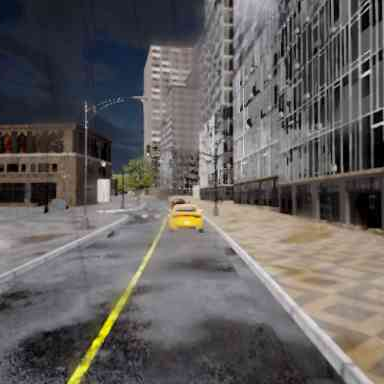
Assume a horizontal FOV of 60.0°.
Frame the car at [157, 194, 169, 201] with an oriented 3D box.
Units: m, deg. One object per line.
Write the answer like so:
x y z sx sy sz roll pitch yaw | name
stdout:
-6.673 1.485 80.567 1.812 1.442 4.674 0 0 -10 | car

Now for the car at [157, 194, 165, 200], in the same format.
-8.403 1.293 90.465 1.837 1.490 4.892 0 0 -11 | car

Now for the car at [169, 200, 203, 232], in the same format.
-0.384 1.477 20.129 1.882 1.535 5.008 0 0 -2 | car

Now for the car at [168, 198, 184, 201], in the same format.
-1.588 1.519 39.771 1.812 1.442 4.674 0 0 -4 | car
